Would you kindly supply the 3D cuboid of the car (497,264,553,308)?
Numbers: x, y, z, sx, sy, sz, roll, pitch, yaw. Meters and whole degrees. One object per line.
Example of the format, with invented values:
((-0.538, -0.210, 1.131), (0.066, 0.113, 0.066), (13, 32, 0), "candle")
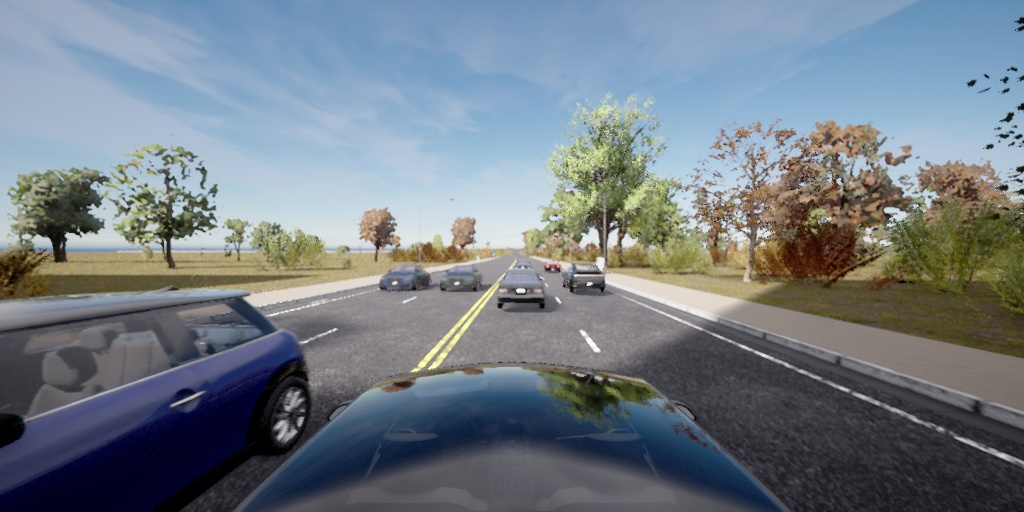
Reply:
((0.396, 1.232, 14.890), (2.033, 1.411, 5.357), (0, 0, 2), "car")

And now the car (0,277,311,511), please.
((-3.332, 1.094, 2.064), (2.097, 1.767, 4.553), (0, 0, 2), "car")

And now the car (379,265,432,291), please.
((-6.032, 1.206, 20.623), (1.994, 1.385, 4.181), (0, 0, 2), "car")

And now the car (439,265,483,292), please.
((-2.786, 1.213, 20.471), (1.994, 1.385, 4.181), (0, 0, 2), "car")

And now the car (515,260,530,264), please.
((1.083, 1.118, 35.597), (2.033, 1.411, 5.357), (0, 0, 2), "car")

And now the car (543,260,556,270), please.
((4.508, 1.146, 41.118), (1.895, 1.301, 4.718), (0, 0, 2), "car")

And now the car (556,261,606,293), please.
((3.873, 1.156, 19.959), (2.128, 1.511, 4.902), (0, 0, 2), "car")
